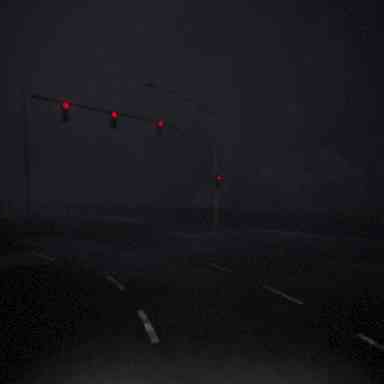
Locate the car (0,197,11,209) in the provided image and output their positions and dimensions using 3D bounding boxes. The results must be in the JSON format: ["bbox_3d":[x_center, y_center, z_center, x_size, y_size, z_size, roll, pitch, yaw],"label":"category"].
[{"bbox_3d":[-26.915,1.447,46.296,2.097,1.767,4.553,0,0,-45],"label":"car"}]
